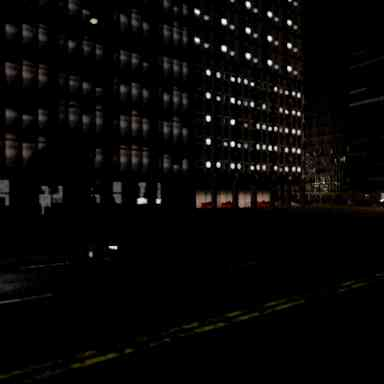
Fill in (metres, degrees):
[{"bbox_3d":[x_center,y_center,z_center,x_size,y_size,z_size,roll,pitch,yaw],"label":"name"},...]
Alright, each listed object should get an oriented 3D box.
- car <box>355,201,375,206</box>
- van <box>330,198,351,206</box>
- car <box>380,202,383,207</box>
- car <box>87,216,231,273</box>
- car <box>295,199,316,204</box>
[{"bbox_3d":[38.718,2.596,74.398,1.802,1.307,4.206,0,0,-34],"label":"car"},{"bbox_3d":[35.636,2.343,79.015,1.690,1.788,3.998,0,0,-34],"label":"van"},{"bbox_3d":[41.801,2.607,69.781,1.802,1.307,4.206,0,0,-34],"label":"car"},{"bbox_3d":[-0.910,1.566,11.023,4.902,1.511,2.128,1,-1,-36],"label":"car"},{"bbox_3d":[29.563,2.501,88.107,1.752,1.417,4.829,0,0,-34],"label":"car"}]
